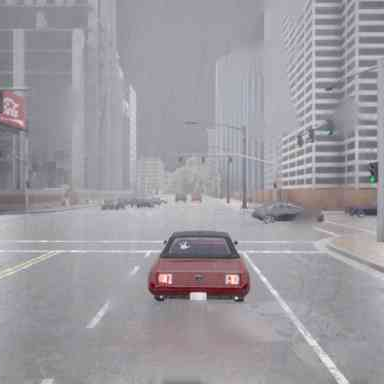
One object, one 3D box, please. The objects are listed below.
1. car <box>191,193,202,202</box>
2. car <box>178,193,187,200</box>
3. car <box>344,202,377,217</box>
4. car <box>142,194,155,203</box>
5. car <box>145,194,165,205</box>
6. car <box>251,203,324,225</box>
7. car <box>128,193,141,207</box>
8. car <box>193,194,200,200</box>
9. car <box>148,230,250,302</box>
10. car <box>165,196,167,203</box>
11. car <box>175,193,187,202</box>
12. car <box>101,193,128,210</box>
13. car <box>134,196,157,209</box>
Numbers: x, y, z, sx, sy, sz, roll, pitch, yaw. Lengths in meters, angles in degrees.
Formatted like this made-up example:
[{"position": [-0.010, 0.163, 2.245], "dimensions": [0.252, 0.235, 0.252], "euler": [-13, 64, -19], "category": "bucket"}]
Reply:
[{"position": [1.012, 1.216, 73.311], "dimensions": [2.150, 2.045, 5.566], "euler": [0, 0, 1], "category": "car"}, {"position": [-2.338, 1.184, 84.000], "dimensions": [2.097, 1.767, 4.553], "euler": [0, 0, 1], "category": "car"}, {"position": [16.532, 1.601, 30.367], "dimensions": [4.718, 1.301, 1.895], "euler": [0, 0, 1], "category": "car"}, {"position": [-9.501, 1.355, 72.470], "dimensions": [2.097, 1.767, 4.553], "euler": [0, 0, 1], "category": "car"}, {"position": [-6.313, 1.564, 56.790], "dimensions": [1.994, 1.385, 4.181], "euler": [0, 0, 0], "category": "car"}, {"position": [6.631, 1.492, 23.253], "dimensions": [4.902, 1.511, 2.128], "euler": [0, 0, 0], "category": "car"}, {"position": [-9.868, 1.221, 51.991], "dimensions": [2.150, 2.045, 5.566], "euler": [0, 0, 1], "category": "car"}, {"position": [1.162, 1.353, 83.981], "dimensions": [1.812, 1.442, 4.674], "euler": [0, 0, 1], "category": "car"}, {"position": [0.211, 1.601, 8.239], "dimensions": [1.895, 1.301, 4.718], "euler": [0, 0, 2], "category": "car"}, {"position": [-6.094, 1.477, 67.238], "dimensions": [1.882, 1.535, 5.008], "euler": [0, 0, 1], "category": "car"}, {"position": [-2.487, 1.216, 73.360], "dimensions": [2.150, 2.045, 5.566], "euler": [0, 0, 1], "category": "car"}, {"position": [-10.022, 1.352, 42.408], "dimensions": [2.097, 1.767, 4.553], "euler": [0, 0, 1], "category": "car"}, {"position": [-6.460, 1.601, 46.788], "dimensions": [1.895, 1.301, 4.718], "euler": [0, 0, 1], "category": "car"}]
